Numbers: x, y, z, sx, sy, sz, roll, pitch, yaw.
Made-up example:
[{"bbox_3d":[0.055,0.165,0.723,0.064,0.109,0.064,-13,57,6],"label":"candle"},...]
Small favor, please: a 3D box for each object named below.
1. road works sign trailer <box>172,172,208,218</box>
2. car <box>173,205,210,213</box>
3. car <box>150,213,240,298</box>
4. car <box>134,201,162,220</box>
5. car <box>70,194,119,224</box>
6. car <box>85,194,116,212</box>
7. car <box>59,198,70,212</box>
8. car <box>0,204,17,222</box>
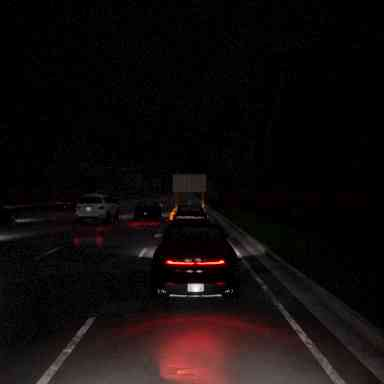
[{"bbox_3d":[-0.171,0.464,22.762,2.380,3.560,2.880,0,0,-3],"label":"road works sign trailer"},{"bbox_3d":[-0.050,1.488,18.892,2.128,1.511,4.902,0,0,1],"label":"car"},{"bbox_3d":[0.053,1.505,8.506,1.837,1.490,4.892,0,0,0],"label":"car"},{"bbox_3d":[-3.597,1.477,27.890,1.882,1.535,5.008,0,0,0],"label":"car"},{"bbox_3d":[-7.073,1.221,25.318,2.150,2.045,5.566,0,0,-1],"label":"car"},{"bbox_3d":[-10.690,1.218,39.159,2.150,2.045,5.566,0,0,-1],"label":"car"},{"bbox_3d":[-14.193,1.499,39.549,1.837,1.490,4.892,0,-2,0],"label":"car"},{"bbox_3d":[-14.058,1.500,23.071,1.837,1.490,4.892,0,-1,0],"label":"car"}]
